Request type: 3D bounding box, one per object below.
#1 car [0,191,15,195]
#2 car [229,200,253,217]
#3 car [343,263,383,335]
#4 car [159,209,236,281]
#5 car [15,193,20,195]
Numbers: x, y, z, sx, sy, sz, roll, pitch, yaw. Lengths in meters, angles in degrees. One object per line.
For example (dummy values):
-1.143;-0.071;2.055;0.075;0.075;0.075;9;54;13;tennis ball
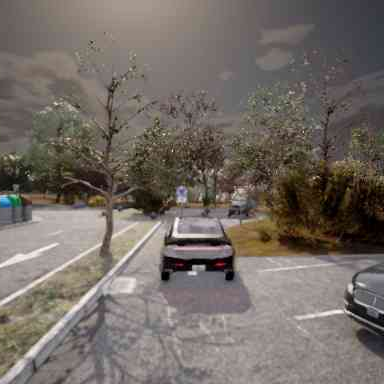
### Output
-24.376;1.235;41.582;2.435;2.045;5.566;1;-2;-19;car
4.619;1.507;31.443;1.837;1.490;4.892;1;1;15;car
4.836;1.463;5.512;4.892;1.521;2.231;1;1;-20;car
0.111;1.442;9.720;2.128;1.511;4.902;0;0;-1;car
-27.344;0.584;48.412;4.892;1.490;1.837;5;-1;2;car
